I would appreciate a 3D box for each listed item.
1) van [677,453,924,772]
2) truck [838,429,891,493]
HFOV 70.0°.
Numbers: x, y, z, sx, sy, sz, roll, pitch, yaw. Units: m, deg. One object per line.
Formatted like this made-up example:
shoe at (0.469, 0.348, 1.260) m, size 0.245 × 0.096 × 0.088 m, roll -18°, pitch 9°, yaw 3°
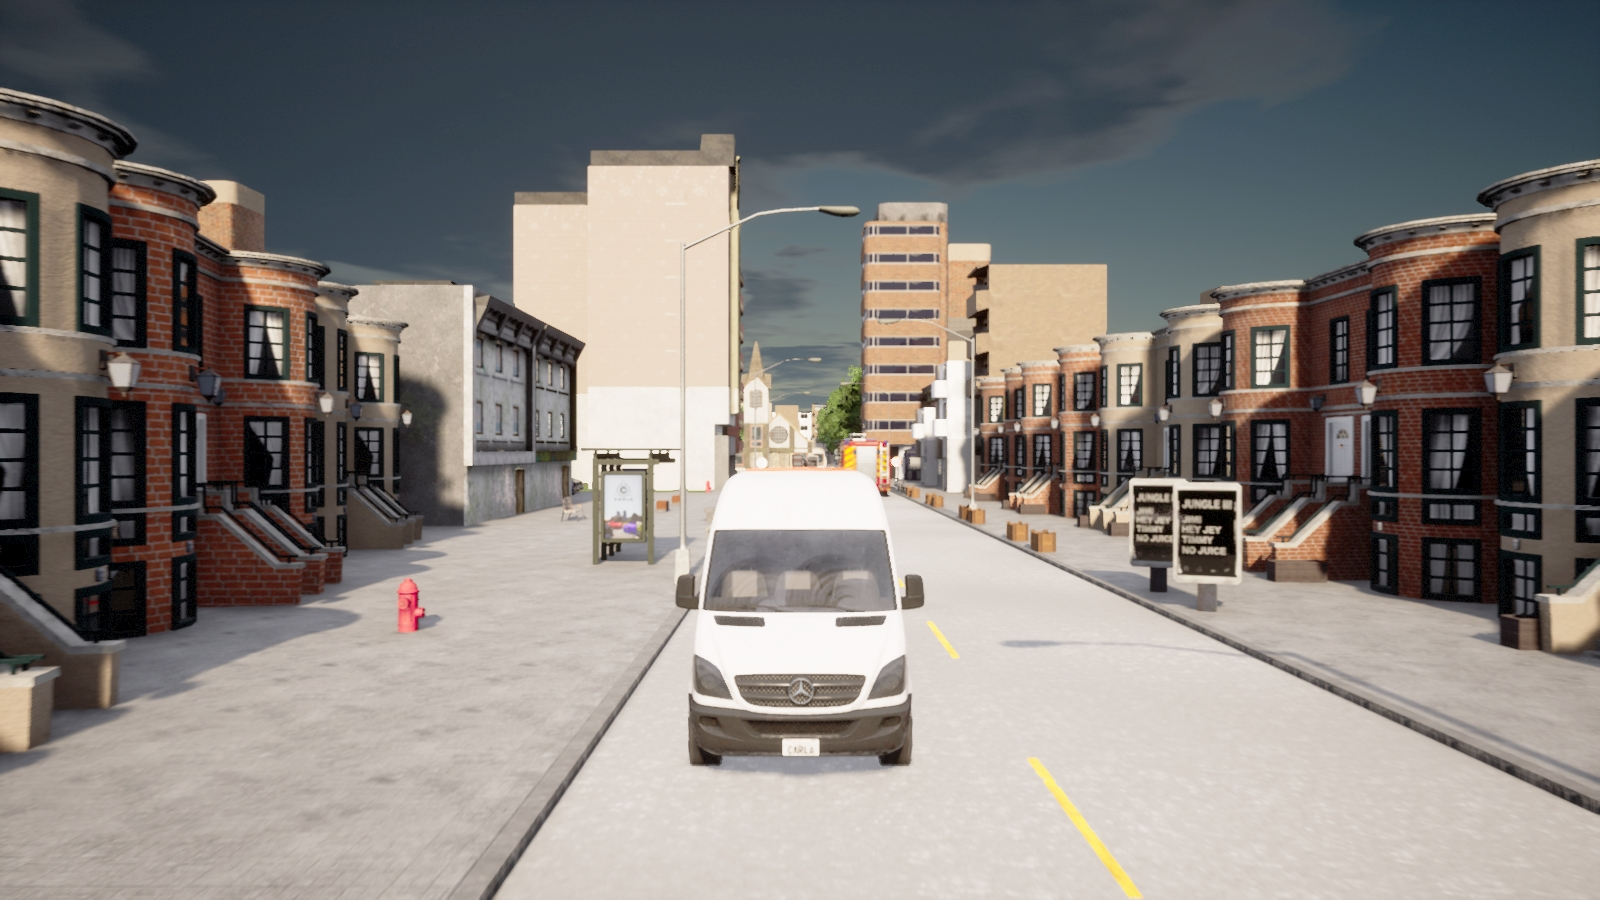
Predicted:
van at (0.008, 1.315, 12.148) m, size 1.988 × 2.561 × 5.915 m, roll 0°, pitch 0°, yaw 0°
truck at (3.985, 0.669, 72.456) m, size 2.891 × 3.827 × 8.468 m, roll 0°, pitch 0°, yaw 0°
